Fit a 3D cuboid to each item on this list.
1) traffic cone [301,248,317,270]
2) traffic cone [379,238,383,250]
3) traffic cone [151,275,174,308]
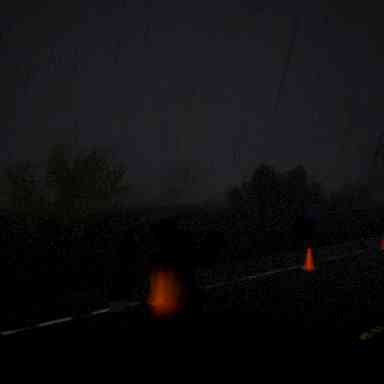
[{"bbox_3d":[3.379,1.902,9.573,0.340,0.580,0.340,0,0,-37],"label":"traffic cone"},{"bbox_3d":[7.311,1.870,12.591,0.340,0.580,0.340,0,0,-38],"label":"traffic cone"},{"bbox_3d":[-0.594,1.937,6.606,0.340,0.580,0.340,-1,0,-36],"label":"traffic cone"}]
